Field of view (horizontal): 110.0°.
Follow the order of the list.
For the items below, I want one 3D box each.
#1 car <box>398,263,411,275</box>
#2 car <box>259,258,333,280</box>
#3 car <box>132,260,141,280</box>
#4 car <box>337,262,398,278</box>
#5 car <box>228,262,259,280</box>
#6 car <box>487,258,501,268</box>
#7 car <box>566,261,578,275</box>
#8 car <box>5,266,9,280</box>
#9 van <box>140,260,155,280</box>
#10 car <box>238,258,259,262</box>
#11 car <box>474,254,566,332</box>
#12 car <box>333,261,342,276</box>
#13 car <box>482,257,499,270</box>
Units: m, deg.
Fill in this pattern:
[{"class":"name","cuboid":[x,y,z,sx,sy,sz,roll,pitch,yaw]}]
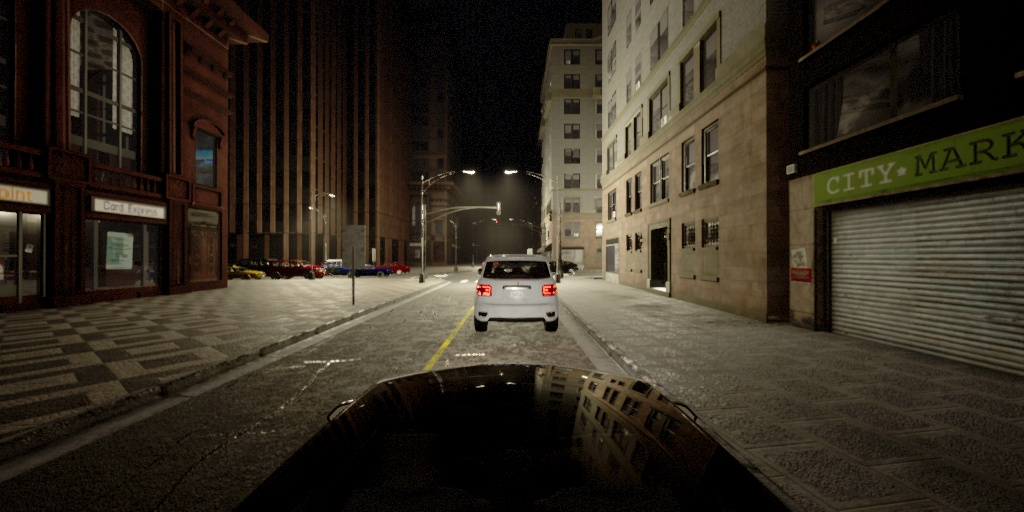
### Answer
[{"class":"car","cuboid":[-13.973,1.461,41.200,4.507,1.381,1.888,0,0,0]},{"class":"car","cuboid":[-19.619,1.260,32.695,5.009,1.841,2.192,0,0,0]},{"class":"car","cuboid":[-34.463,1.358,35.333,5.566,2.045,2.150,-1,0,0]},{"class":"car","cuboid":[-14.142,1.492,35.246,4.718,1.301,1.895,-1,0,0]},{"class":"car","cuboid":[-25.073,1.539,32.715,4.829,1.417,1.751,0,0,0]},{"class":"car","cuboid":[-3.062,1.197,60.804,2.128,1.511,4.902,0,0,0]},{"class":"car","cuboid":[4.419,1.181,36.812,4.892,1.490,1.837,0,-1,-20]},{"class":"car","cuboid":[-47.740,1.836,32.798,4.403,1.370,2.007,0,0,0]},{"class":"van","cuboid":[-30.867,1.422,32.737,3.998,1.789,1.690,0,0,0]},{"class":"car","cuboid":[-24.107,1.233,35.276,5.566,2.045,2.150,-1,0,-1]},{"class":"car","cuboid":[0.101,0.970,11.006,2.150,2.045,5.566,0,0,0]},{"class":"car","cuboid":[-20.660,1.549,38.471,4.181,1.385,1.994,-1,0,0]},{"class":"car","cuboid":[-3.107,1.077,51.725,2.097,1.767,4.553,0,0,1]}]
